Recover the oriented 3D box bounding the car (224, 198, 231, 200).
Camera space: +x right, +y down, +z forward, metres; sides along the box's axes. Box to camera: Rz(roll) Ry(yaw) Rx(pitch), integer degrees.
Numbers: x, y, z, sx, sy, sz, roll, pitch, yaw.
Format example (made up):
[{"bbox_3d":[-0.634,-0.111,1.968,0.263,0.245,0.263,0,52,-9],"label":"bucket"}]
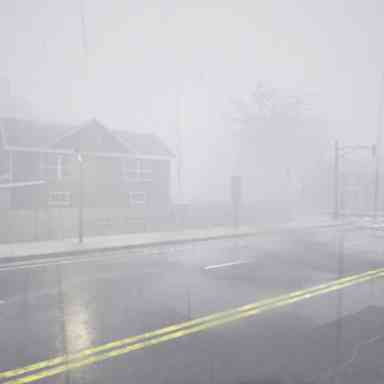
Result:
[{"bbox_3d":[5.065,1.530,40.054,2.128,1.511,4.902,0,0,-35],"label":"car"}]
